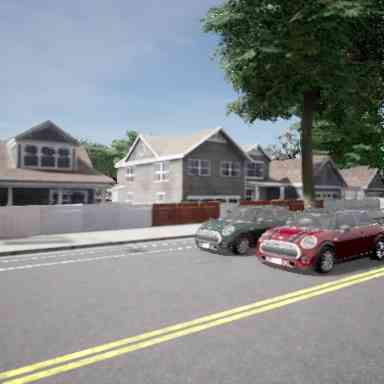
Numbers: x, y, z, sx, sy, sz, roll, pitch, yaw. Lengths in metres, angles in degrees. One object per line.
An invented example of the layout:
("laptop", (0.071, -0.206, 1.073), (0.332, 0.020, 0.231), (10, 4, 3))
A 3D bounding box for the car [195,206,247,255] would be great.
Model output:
("car", (2.331, 1.351, 13.333), (4.553, 1.767, 2.097), (0, 0, -36))

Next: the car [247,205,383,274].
("car", (4.218, 1.351, 10.687), (4.553, 1.767, 2.097), (0, 0, -36))
